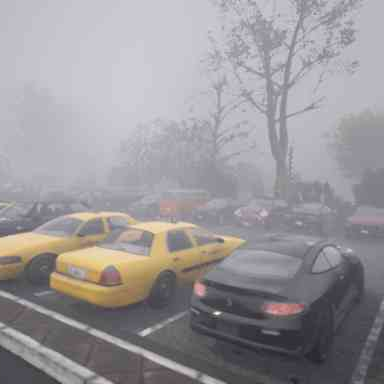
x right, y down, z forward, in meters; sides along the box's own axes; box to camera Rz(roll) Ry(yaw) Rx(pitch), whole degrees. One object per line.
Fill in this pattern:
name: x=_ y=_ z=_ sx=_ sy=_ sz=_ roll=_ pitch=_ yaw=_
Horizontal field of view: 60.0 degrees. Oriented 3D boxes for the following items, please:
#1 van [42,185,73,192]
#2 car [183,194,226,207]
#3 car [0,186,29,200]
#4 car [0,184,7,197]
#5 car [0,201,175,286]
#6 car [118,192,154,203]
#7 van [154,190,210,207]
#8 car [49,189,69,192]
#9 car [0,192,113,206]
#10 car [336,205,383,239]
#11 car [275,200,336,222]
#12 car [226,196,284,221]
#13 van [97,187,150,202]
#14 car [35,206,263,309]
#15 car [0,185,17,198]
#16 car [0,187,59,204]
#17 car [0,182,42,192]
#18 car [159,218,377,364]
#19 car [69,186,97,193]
van: x=-11.900 y=0.357 z=30.712 sx=1.878 sy=1.987 sz=4.442 roll=2 pitch=1 yaw=35
car: x=1.908 y=1.146 z=21.140 sx=2.097 sy=1.535 sz=5.008 roll=2 pitch=1 yaw=35
car: x=-21.199 y=0.100 z=37.371 sx=2.163 sy=1.488 sz=4.792 roll=4 pitch=2 yaw=35
car: x=-25.687 y=-0.211 z=40.575 sx=2.231 sy=1.521 sz=4.892 roll=4 pitch=2 yaw=35
car: x=-2.970 y=1.229 z=8.971 sx=1.946 sy=1.575 sz=5.366 roll=2 pitch=1 yaw=35
car: x=-2.604 y=0.962 z=24.318 sx=2.231 sy=1.521 sz=4.892 roll=2 pitch=1 yaw=35
van: x=-0.226 y=0.830 z=22.777 sx=1.878 sy=1.987 sz=4.442 roll=2 pitch=1 yaw=35
car: x=-9.511 y=0.707 z=29.213 sx=2.163 sy=1.488 sz=4.792 roll=2 pitch=1 yaw=35
car: x=-5.151 y=1.012 z=10.771 sx=2.185 sy=1.767 sz=4.553 roll=2 pitch=1 yaw=35
car: x=8.831 y=1.430 z=16.267 sx=2.097 sy=1.535 sz=5.008 roll=2 pitch=1 yaw=35
car: x=6.518 y=1.335 z=17.883 sx=2.097 sy=1.535 sz=5.008 roll=2 pitch=1 yaw=35
car: x=4.234 y=1.115 z=19.534 sx=2.185 sy=1.767 sz=4.553 roll=2 pitch=1 yaw=35
van: x=-4.842 y=0.641 z=26.031 sx=1.878 sy=1.987 sz=4.442 roll=2 pitch=1 yaw=35
car: x=-0.446 y=1.324 z=7.649 sx=1.946 sy=1.575 sz=5.366 roll=2 pitch=1 yaw=35
car: x=-23.505 y=-0.044 z=38.995 sx=2.163 sy=1.488 sz=4.792 roll=4 pitch=2 yaw=35
car: x=-16.563 y=0.356 z=34.136 sx=2.097 sy=1.535 sz=5.008 roll=4 pitch=2 yaw=35
car: x=-9.768 y=0.697 z=14.017 sx=2.435 sy=2.045 sz=5.566 roll=2 pitch=1 yaw=35
car: x=1.753 y=1.462 z=5.870 sx=2.002 sy=1.452 sz=4.674 roll=2 pitch=1 yaw=35
car: x=-7.339 y=0.642 z=27.607 sx=2.185 sy=1.767 sz=4.553 roll=2 pitch=1 yaw=35
